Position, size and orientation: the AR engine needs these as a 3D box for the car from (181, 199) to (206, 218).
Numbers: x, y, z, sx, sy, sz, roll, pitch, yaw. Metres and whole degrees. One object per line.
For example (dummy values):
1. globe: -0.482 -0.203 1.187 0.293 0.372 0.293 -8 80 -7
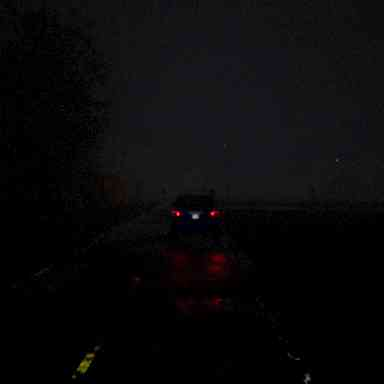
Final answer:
1. car: 0.099 1.393 29.216 1.994 1.385 4.181 0 0 -1

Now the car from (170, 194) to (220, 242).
1. car: 0.109 1.118 15.984 2.150 2.045 5.566 0 -1 -1
